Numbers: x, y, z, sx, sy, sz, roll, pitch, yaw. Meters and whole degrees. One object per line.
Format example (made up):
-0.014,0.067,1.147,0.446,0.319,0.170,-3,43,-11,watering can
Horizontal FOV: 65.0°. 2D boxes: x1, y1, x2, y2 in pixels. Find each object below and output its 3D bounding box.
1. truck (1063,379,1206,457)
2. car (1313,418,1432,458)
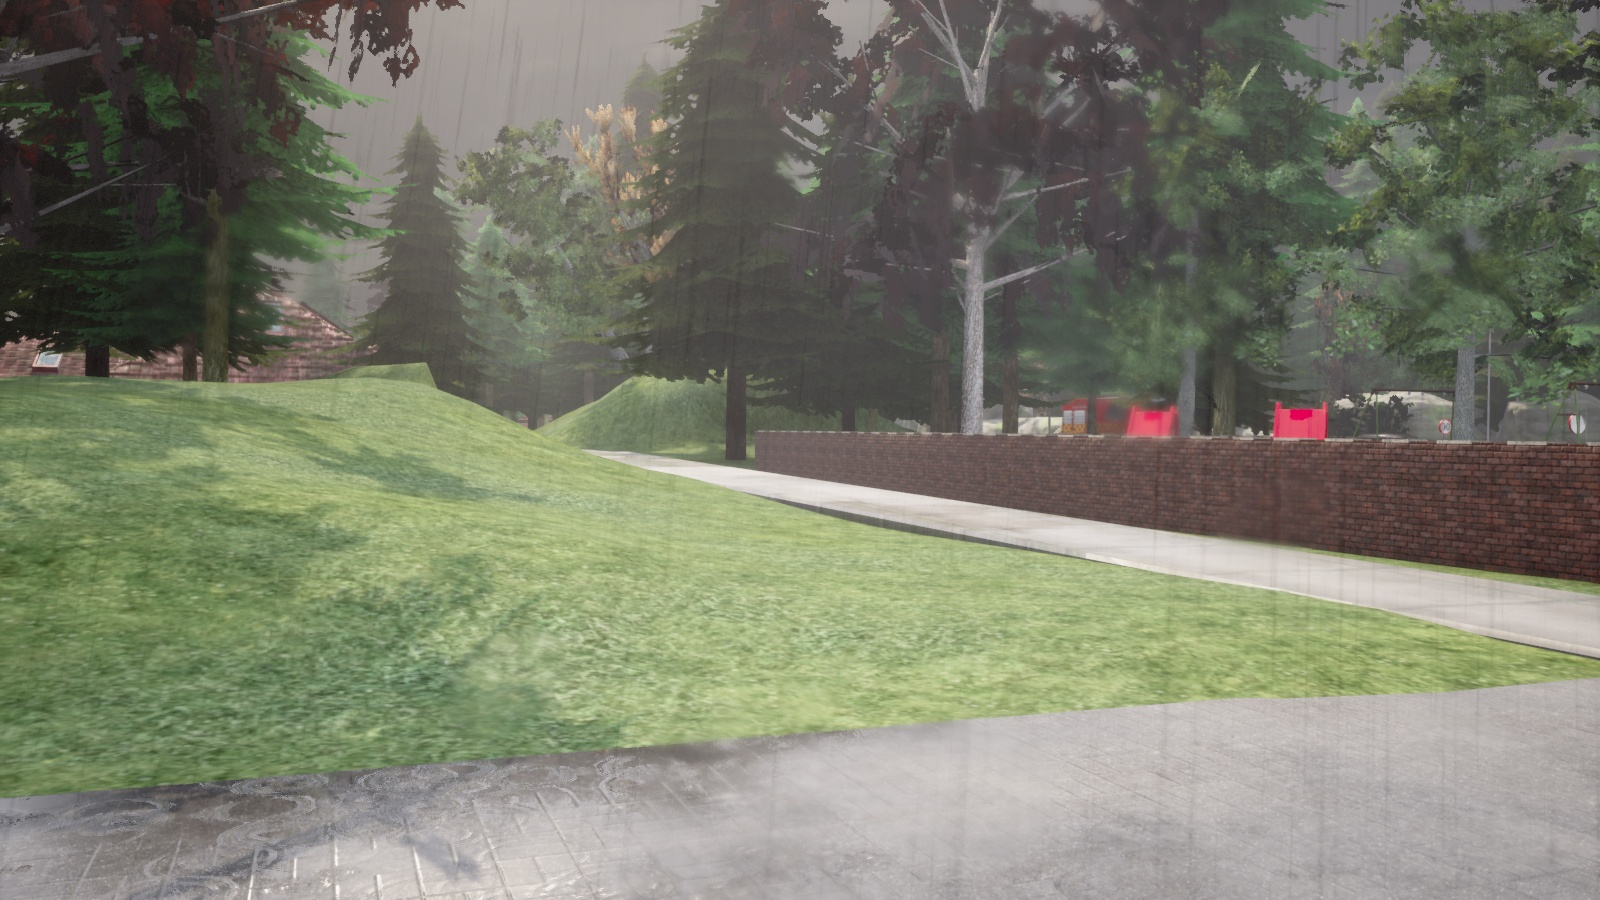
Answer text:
17.427,-1.632,66.167,2.891,3.827,8.468,-1,1,-21,truck
25.526,-0.547,56.195,2.242,1.667,4.611,-1,1,-21,car
